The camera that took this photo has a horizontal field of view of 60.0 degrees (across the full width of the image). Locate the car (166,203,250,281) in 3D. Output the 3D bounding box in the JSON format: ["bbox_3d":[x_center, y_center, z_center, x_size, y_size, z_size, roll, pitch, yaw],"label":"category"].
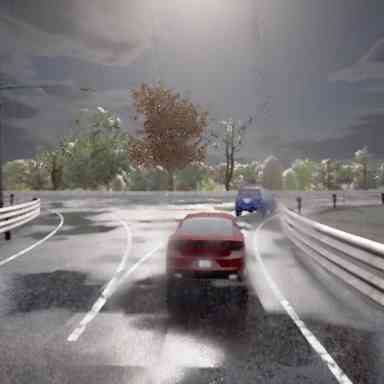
[{"bbox_3d":[0.493,1.290,9.370,1.882,1.535,5.008,0,1,5],"label":"car"}]

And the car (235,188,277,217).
[{"bbox_3d":[4.916,0.720,25.310,2.150,2.045,5.566,0,1,25],"label":"car"}]
